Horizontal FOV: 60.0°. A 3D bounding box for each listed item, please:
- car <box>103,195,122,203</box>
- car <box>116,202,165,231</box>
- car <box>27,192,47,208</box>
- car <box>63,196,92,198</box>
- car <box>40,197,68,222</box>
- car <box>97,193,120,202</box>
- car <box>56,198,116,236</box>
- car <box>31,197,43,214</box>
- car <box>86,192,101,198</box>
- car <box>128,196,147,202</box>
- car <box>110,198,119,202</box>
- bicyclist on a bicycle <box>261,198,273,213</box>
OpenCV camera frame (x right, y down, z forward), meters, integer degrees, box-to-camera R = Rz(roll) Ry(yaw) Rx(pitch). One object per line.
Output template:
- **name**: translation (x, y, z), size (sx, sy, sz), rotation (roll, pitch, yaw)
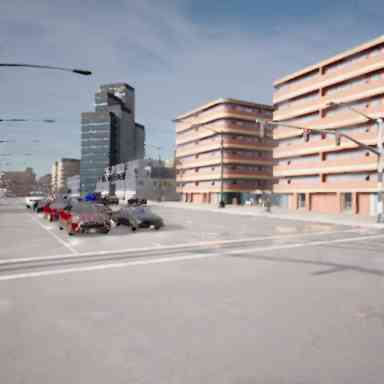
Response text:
- **car**: translation (-14.985, 1.293, 62.453), size (2.128, 1.511, 4.902), rotation (0, 0, -30)
- **car**: translation (-3.645, 1.624, 21.645), size (2.033, 1.411, 5.357), rotation (0, 0, -30)
- **car**: translation (-20.616, 1.050, 44.084), size (2.150, 2.045, 5.566), rotation (0, 0, -29)
- **car**: translation (-13.393, 1.452, 38.528), size (1.812, 1.442, 4.674), rotation (0, 0, -30)
- **car**: translation (-10.789, 1.489, 27.002), size (1.882, 1.535, 5.008), rotation (0, 0, -30)
- **car**: translation (-12.799, 1.363, 51.768), size (1.837, 1.490, 4.892), rotation (0, 0, -30)
- **car**: translation (-6.224, 1.417, 19.126), size (2.097, 1.767, 4.553), rotation (0, 0, -30)
- **car**: translation (-15.331, 1.493, 34.877), size (1.994, 1.385, 4.181), rotation (0, 0, -30)
- **car**: translation (-17.825, 1.007, 60.345), size (2.150, 2.045, 5.566), rotation (0, 0, -30)
- **car**: translation (-8.458, 1.391, 51.338), size (2.128, 1.511, 4.902), rotation (0, 0, -30)
- **car**: translation (-8.387, 1.545, 29.847), size (1.812, 1.442, 4.674), rotation (0, 0, -30)
- **bicyclist on a bicycle**: translation (7.861, 1.436, 34.697), size (1.656, 1.620, 0.582), rotation (0, 0, -30)
